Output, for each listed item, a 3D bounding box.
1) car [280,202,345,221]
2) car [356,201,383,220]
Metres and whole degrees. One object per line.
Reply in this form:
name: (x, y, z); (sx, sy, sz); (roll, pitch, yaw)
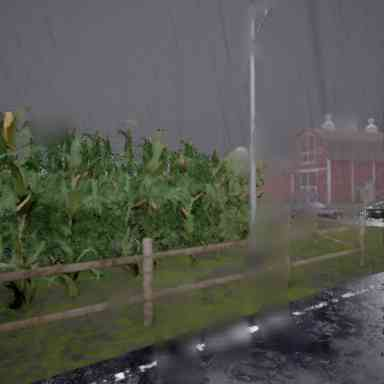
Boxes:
car: (9.786, 1.541, 27.508); (2.033, 1.411, 5.357); (0, -1, -31)
car: (14.695, 1.415, 24.751); (1.837, 1.490, 4.892); (1, -1, -28)
